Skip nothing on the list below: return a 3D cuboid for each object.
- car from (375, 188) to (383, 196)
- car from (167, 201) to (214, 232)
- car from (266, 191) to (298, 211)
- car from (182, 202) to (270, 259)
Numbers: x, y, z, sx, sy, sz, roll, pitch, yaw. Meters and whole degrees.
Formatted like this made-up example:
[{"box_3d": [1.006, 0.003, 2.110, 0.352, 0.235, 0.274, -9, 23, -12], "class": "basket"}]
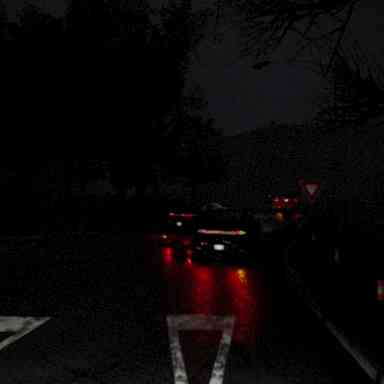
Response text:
[{"box_3d": [31.395, -0.191, 52.639, 2.185, 1.767, 4.553, -1, 2, -19], "class": "car"}, {"box_3d": [0.596, 1.207, 17.533, 2.128, 1.511, 4.902, 1, 2, 29], "class": "car"}, {"box_3d": [7.990, 0.680, 29.792, 2.097, 1.767, 4.553, 0, 2, 4], "class": "car"}, {"box_3d": [1.514, 1.368, 12.241, 2.128, 1.511, 4.902, 0, 1, 17], "class": "car"}]
